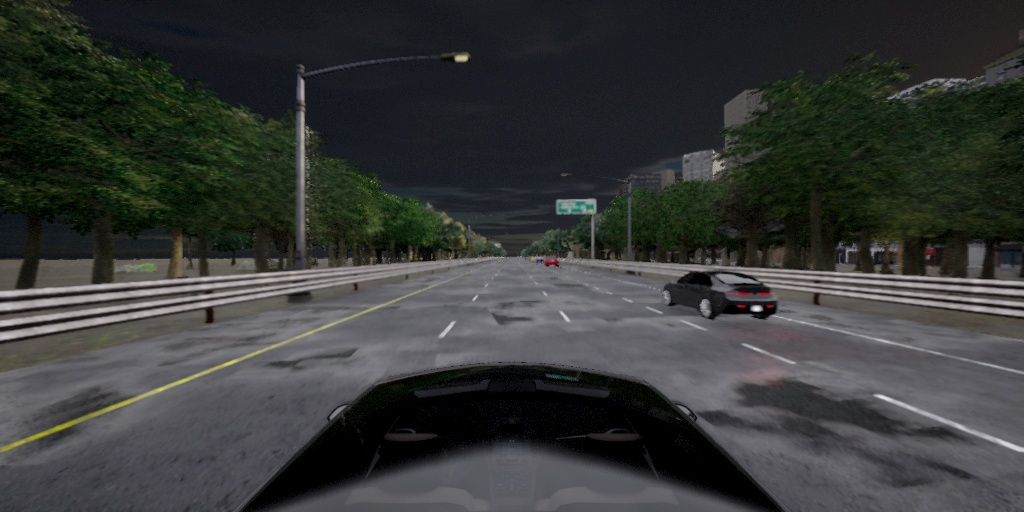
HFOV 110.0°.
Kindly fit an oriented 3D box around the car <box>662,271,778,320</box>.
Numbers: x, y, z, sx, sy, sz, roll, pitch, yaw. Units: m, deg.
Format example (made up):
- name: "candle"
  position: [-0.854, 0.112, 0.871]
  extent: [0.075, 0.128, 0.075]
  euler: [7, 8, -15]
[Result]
- name: "car"
  position: [6.998, 1.261, 12.677]
  extent: [1.837, 1.490, 4.892]
  euler: [0, 0, 0]
